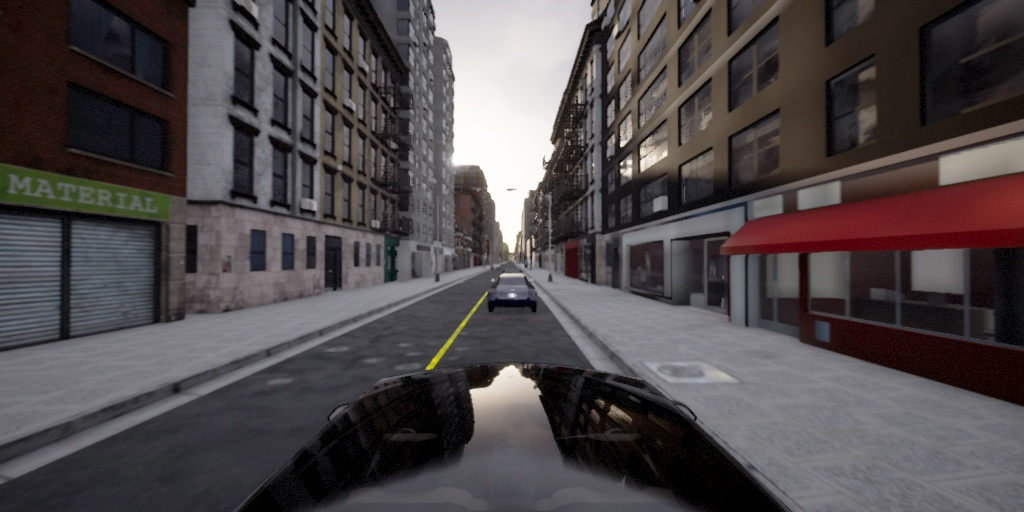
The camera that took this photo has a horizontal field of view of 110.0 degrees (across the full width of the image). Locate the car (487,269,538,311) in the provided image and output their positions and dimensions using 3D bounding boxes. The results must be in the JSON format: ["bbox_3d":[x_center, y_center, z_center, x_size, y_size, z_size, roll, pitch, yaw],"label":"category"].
[{"bbox_3d":[0.022,1.446,15.266,1.994,1.385,4.181,0,0,0],"label":"car"}]

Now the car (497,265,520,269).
[{"bbox_3d":[0.020,1.641,30.095,1.895,1.301,4.718,0,-1,0],"label":"car"}]
